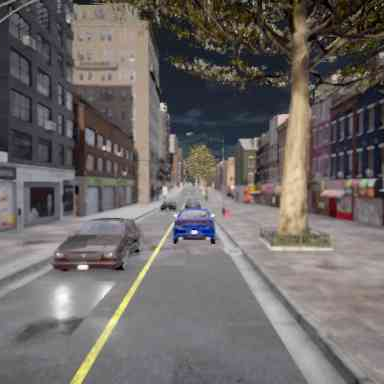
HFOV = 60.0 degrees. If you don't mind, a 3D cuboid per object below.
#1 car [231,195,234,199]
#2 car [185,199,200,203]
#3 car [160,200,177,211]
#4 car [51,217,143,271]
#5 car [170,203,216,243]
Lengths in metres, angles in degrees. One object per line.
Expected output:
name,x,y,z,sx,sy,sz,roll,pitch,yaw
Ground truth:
car,12.741,1.012,86.758,5.009,1.841,2.192,1,1,0
car,0.112,1.590,41.863,1.994,1.385,4.181,0,0,0
car,-2.750,1.631,40.188,1.895,1.301,4.718,0,0,0
car,-2.844,1.585,11.329,2.033,1.411,5.357,0,0,0
car,0.103,1.531,16.420,1.882,1.535,5.008,0,0,0
